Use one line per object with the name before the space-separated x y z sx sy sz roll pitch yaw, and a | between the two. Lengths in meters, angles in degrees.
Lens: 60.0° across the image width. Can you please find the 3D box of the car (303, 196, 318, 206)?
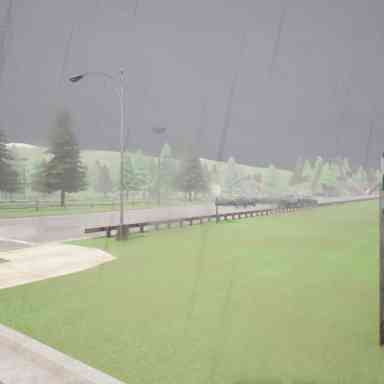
car | 19.157 1.505 54.243 1.837 1.490 4.892 0 0 35

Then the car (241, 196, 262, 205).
car | 11.028 1.478 60.941 1.882 1.535 5.008 0 0 35

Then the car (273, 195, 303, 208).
car | 13.294 1.505 45.782 1.837 1.490 4.892 0 0 35

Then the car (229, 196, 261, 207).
car | 8.063 1.491 50.505 2.128 1.511 4.902 0 0 35

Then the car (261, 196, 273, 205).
car | 13.896 1.491 58.935 2.128 1.511 4.902 0 0 35

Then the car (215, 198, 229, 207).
car | 5.366 1.564 52.742 1.994 1.385 4.181 0 0 35

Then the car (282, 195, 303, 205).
car | 17.579 1.352 57.921 2.097 1.767 4.553 0 0 35

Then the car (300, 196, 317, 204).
car | 23.076 1.526 65.773 1.812 1.442 4.674 0 0 35
